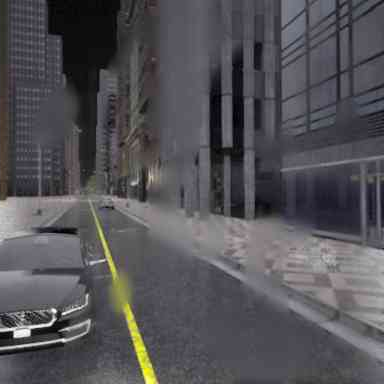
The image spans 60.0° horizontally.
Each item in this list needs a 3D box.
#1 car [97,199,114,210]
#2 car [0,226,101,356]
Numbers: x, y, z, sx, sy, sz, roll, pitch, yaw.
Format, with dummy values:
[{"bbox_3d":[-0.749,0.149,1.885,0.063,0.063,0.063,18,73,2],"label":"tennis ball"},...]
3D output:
[{"bbox_3d":[-10.889,1.539,42.081,2.033,1.411,5.357,0,0,-18],"label":"car"},{"bbox_3d":[-2.849,1.505,6.446,1.837,1.490,4.892,0,0,-18],"label":"car"}]
